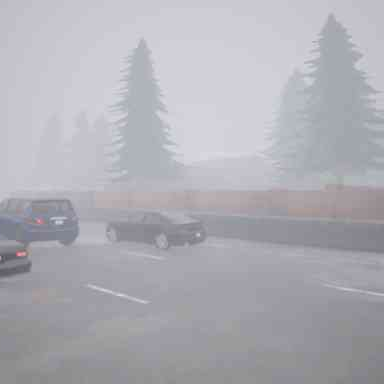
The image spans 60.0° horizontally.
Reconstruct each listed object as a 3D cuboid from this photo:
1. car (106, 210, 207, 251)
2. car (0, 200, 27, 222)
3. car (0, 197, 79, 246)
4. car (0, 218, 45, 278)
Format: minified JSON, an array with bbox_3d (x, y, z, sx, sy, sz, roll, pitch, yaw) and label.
[{"bbox_3d":[-1.666,1.501,14.333,5.008,1.535,1.882,0,0,39],"label":"car"},{"bbox_3d":[-15.681,1.520,27.680,2.128,1.511,4.902,0,0,-43],"label":"car"},{"bbox_3d":[-7.038,1.238,14.310,5.566,2.045,2.150,0,0,41],"label":"car"},{"bbox_3d":[-6.379,1.556,9.119,5.357,1.411,2.033,0,0,40],"label":"car"}]
